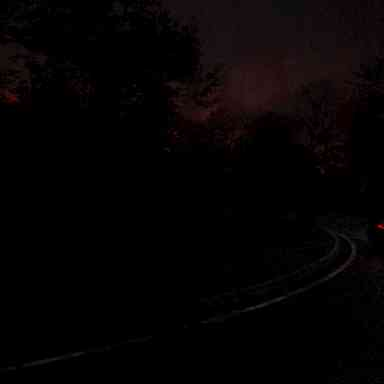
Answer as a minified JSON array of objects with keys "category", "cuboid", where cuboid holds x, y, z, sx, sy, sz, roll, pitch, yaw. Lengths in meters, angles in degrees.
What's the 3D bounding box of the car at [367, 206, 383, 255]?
[{"category":"car","cuboid":[7.886,1.273,12.577,2.097,1.767,4.553,0,0,26]}]
